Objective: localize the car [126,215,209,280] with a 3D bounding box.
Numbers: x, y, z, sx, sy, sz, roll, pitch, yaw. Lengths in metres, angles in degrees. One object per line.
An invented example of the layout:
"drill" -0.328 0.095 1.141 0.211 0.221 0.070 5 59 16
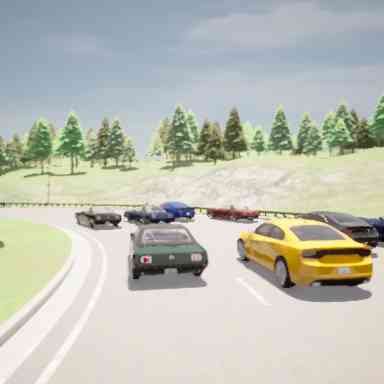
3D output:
"car" -0.934 1.623 10.123 1.895 1.301 4.718 0 0 -11

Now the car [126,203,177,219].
"car" -3.254 1.654 24.044 1.895 1.301 4.718 0 0 -33

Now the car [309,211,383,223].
"car" 5.324 1.536 13.766 1.837 1.490 4.892 1 0 -15

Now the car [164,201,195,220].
"car" -1.776 1.539 27.905 1.882 1.535 5.008 0 0 -36

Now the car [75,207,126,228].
"car" -6.491 1.651 22.603 1.895 1.301 4.718 0 0 -34

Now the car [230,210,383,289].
"car" 2.778 1.498 9.386 1.882 1.535 5.008 0 0 -10

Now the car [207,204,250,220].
"car" 3.179 1.660 26.933 1.895 1.301 4.718 0 0 -32
